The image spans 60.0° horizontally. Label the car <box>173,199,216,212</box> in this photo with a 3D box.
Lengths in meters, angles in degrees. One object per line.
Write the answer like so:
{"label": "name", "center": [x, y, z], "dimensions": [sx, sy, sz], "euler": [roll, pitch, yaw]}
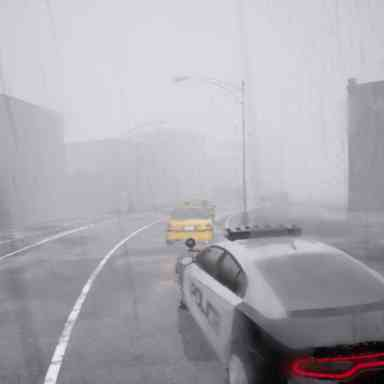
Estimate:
{"label": "car", "center": [-0.102, 1.206, 14.159], "dimensions": [1.801, 1.575, 5.366], "euler": [-1, 1, 0]}

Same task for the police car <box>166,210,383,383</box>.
{"label": "police car", "center": [0.971, 1.303, 4.812], "dimensions": [1.930, 1.638, 5.238], "euler": [-2, 1, -13]}

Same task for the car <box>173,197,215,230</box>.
{"label": "car", "center": [0.279, 1.162, 19.562], "dimensions": [1.837, 1.490, 4.892], "euler": [-1, 1, 8]}

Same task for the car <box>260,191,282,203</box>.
{"label": "car", "center": [10.476, 0.626, 43.630], "dimensions": [1.812, 1.442, 4.674], "euler": [0, 2, 36]}
